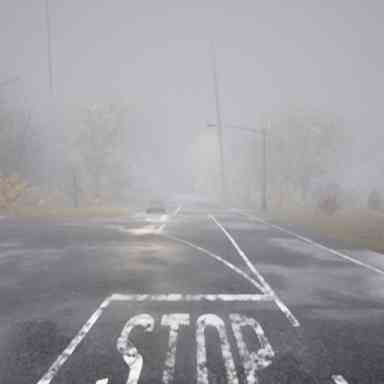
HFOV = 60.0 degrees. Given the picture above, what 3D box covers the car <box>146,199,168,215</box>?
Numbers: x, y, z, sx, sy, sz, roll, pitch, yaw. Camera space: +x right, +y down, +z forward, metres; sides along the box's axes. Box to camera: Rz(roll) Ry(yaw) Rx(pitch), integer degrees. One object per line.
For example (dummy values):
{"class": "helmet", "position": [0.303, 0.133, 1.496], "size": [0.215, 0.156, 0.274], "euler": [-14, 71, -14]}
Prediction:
{"class": "car", "position": [-3.471, 1.465, 33.627], "size": [1.837, 1.490, 4.892], "euler": [0, 0, 0]}
